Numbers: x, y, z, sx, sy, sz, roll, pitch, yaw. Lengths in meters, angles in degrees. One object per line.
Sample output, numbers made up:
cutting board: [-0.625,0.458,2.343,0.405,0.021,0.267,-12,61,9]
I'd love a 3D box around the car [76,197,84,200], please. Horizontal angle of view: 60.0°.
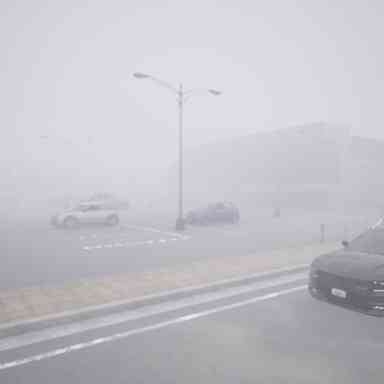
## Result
car: [-11.179,1.110,39.438,3.866,1.878,1.905,0,0,-35]

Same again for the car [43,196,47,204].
car: [-22.449,1.265,55.000,3.806,1.475,1.970,0,0,-35]

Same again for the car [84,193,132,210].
car: [-9.177,1.131,37.292,4.605,1.855,1.932,0,0,-35]

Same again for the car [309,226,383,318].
car: [4.597,1.497,7.236,5.008,1.535,1.882,0,0,-35]

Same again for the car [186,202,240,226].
car: [1.355,1.407,21.980,3.633,1.501,1.845,0,0,-35]

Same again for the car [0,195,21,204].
car: [-30.325,1.313,53.965,4.514,1.523,2.007,0,0,-35]

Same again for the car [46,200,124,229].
car: [-6.435,1.400,20.172,3.806,1.475,1.970,0,0,-35]

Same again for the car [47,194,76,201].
car: [-18.508,1.187,49.925,5.027,1.636,2.152,0,0,-35]
